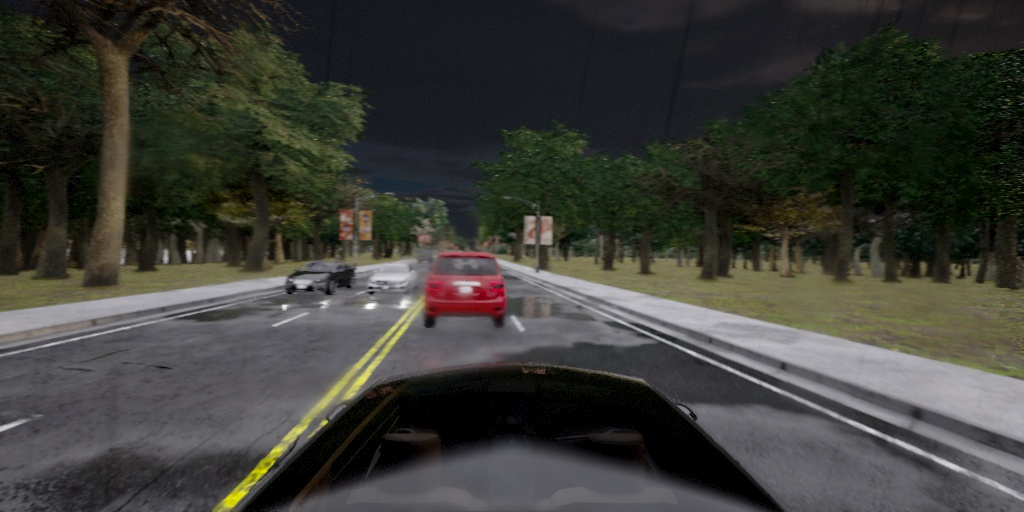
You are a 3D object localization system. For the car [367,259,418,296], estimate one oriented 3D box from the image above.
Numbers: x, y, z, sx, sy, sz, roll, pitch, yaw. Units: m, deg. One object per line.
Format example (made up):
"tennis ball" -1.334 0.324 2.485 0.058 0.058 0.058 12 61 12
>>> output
"car" -5.820 1.084 18.013 1.812 1.442 4.674 1 0 -7

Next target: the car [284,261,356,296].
"car" -8.993 0.984 17.234 2.128 1.511 4.902 1 0 -7

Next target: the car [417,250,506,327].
"car" -1.466 0.902 11.371 2.150 2.045 5.566 1 0 -8

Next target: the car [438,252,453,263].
"car" -10.887 0.233 59.058 2.097 1.767 4.553 1 1 -7
